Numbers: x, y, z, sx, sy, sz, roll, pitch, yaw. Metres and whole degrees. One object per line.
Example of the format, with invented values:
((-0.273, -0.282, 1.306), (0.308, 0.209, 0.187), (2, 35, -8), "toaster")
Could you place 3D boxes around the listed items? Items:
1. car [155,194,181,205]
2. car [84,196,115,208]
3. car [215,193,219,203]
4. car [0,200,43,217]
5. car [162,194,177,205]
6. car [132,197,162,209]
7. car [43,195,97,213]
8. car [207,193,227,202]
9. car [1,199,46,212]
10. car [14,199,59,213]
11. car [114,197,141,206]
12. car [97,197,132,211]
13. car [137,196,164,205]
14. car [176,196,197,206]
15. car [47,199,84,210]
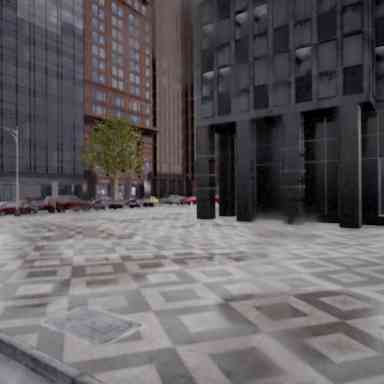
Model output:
((-4.053, 1.288, 57.254), (2.097, 1.767, 4.553), (-1, 0, 35), "car")
((-13.449, 1.434, 48.642), (1.967, 1.590, 4.097), (-1, 0, 35), "car")
((3.182, 1.183, 57.702), (2.192, 1.841, 5.009), (-1, 0, 35), "car")
((-16.062, 1.538, 29.876), (1.802, 1.307, 4.206), (0, 0, 35), "car")
((-2.032, 1.453, 54.757), (2.033, 1.411, 5.357), (-1, 0, 35), "car")
((-6.439, 1.470, 43.788), (1.947, 1.339, 4.313), (-1, 0, 35), "car")
((-12.856, 1.251, 34.515), (2.192, 1.841, 5.009), (-1, 0, 35), "car")
((5.800, 1.246, 76.471), (2.192, 1.841, 5.009), (-1, 0, 35), "car")
((-19.863, 1.593, 39.366), (1.947, 1.339, 4.313), (0, 0, 35), "car")
((-17.624, 1.562, 37.757), (1.994, 1.385, 4.181), (-1, 0, 35), "car")
((-10.239, 1.563, 53.280), (1.802, 1.307, 4.206), (-1, 0, 35), "car")
((-9.647, 1.486, 39.151), (1.947, 1.339, 4.313), (-1, 0, 35), "car")
((-7.128, 1.494, 57.778), (1.752, 1.417, 4.829), (-1, 0, 35), "car")
((-0.024, 1.423, 53.063), (1.887, 1.381, 4.507), (-1, 0, 35), "car")
((-16.655, 1.592, 44.004), (1.802, 1.307, 4.206), (-1, 0, 35), "car")
